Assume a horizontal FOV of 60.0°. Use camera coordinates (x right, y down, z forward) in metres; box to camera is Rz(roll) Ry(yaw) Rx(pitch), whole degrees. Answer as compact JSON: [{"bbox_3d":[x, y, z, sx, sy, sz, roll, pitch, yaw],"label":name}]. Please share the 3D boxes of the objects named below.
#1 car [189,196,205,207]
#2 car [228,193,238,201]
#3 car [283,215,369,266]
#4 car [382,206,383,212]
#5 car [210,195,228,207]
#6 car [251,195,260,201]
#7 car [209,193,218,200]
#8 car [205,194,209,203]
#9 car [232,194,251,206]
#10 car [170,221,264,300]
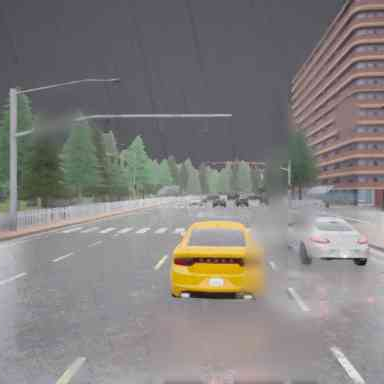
[{"bbox_3d":[0.592,1.526,52.259,1.812,1.442,4.674,0,0,5],"label":"car"},{"bbox_3d":[11.122,1.225,86.964,2.150,2.045,5.566,0,0,31],"label":"car"},{"bbox_3d":[4.436,1.526,11.521,1.812,1.442,4.674,0,0,5],"label":"car"},{"bbox_3d":[22.452,1.560,34.514,4.892,1.490,1.837,0,0,5],"label":"car"},{"bbox_3d":[4.244,1.600,51.621,1.895,1.301,4.718,0,0,5],"label":"car"},{"bbox_3d":[16.322,1.525,88.384,2.128,1.511,4.902,0,0,38],"label":"car"},{"bbox_3d":[5.149,1.225,82.785,2.150,2.045,5.566,0,0,20],"label":"car"},{"bbox_3d":[2.095,1.525,69.386,1.812,1.442,4.674,0,0,5],"label":"car"},{"bbox_3d":[7.865,1.504,52.960,1.837,1.490,4.892,0,0,5],"label":"car"},{"bbox_3d":[0.657,1.478,8.488,1.882,1.535,5.008,0,0,5],"label":"car"}]
